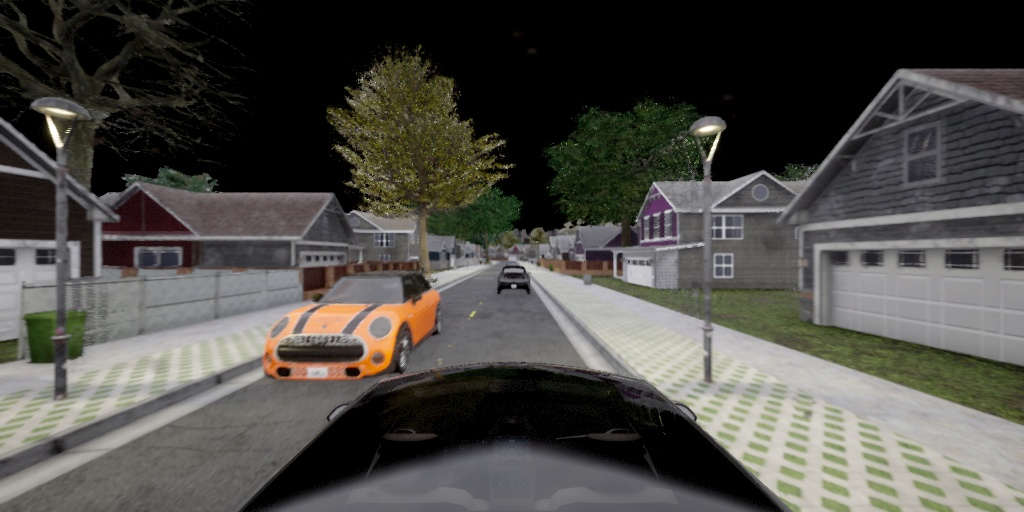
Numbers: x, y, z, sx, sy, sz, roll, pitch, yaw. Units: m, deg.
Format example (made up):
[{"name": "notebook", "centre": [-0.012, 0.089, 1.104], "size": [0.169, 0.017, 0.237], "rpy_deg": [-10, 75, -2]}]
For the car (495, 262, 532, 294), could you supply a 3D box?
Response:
[{"name": "car", "centre": [0.099, 1.327, 21.041], "size": [1.837, 1.490, 4.892], "rpy_deg": [0, 0, 0]}]

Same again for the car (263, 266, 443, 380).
[{"name": "car", "centre": [-2.851, 1.124, 7.503], "size": [2.097, 1.767, 4.553], "rpy_deg": [0, 0, 0]}]
